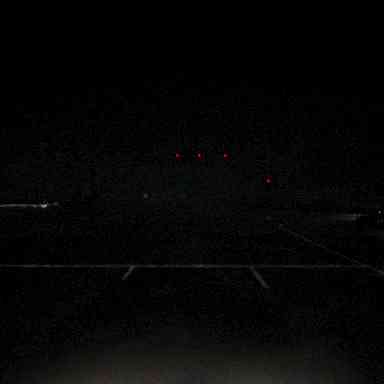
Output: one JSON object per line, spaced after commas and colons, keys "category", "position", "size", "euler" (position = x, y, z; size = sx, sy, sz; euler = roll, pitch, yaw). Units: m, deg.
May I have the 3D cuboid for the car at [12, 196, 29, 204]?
{"category": "car", "position": [-28.097, 1.378, 55.870], "size": [1.895, 1.301, 4.718], "euler": [0, 0, 0]}

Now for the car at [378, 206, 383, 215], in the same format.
{"category": "car", "position": [17.650, 1.260, 26.079], "size": [4.553, 1.767, 2.097], "euler": [0, 0, 6]}

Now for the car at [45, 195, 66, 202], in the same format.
{"category": "car", "position": [-28.051, 1.261, 68.554], "size": [2.033, 1.411, 5.357], "euler": [0, 0, 0]}

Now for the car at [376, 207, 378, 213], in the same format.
{"category": "car", "position": [19.457, 1.441, 29.502], "size": [5.357, 1.411, 2.033], "euler": [0, 0, 7]}

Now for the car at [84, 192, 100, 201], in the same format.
{"category": "car", "position": [-21.067, 0.941, 69.874], "size": [2.150, 2.045, 5.566], "euler": [0, 0, 0]}

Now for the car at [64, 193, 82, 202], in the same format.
{"category": "car", "position": [-24.548, 1.077, 68.520], "size": [2.097, 1.767, 4.553], "euler": [0, 0, 0]}

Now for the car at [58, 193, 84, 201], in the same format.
{"category": "car", "position": [-21.103, 1.272, 58.173], "size": [1.837, 1.490, 4.892], "euler": [0, 0, 0]}

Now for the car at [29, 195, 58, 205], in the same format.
{"category": "car", "position": [-24.607, 1.284, 55.380], "size": [1.837, 1.490, 4.892], "euler": [0, 0, 0]}

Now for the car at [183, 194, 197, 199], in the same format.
{"category": "car", "position": [-0.168, 1.201, 94.674], "size": [1.895, 1.301, 4.718], "euler": [0, 0, -18]}
